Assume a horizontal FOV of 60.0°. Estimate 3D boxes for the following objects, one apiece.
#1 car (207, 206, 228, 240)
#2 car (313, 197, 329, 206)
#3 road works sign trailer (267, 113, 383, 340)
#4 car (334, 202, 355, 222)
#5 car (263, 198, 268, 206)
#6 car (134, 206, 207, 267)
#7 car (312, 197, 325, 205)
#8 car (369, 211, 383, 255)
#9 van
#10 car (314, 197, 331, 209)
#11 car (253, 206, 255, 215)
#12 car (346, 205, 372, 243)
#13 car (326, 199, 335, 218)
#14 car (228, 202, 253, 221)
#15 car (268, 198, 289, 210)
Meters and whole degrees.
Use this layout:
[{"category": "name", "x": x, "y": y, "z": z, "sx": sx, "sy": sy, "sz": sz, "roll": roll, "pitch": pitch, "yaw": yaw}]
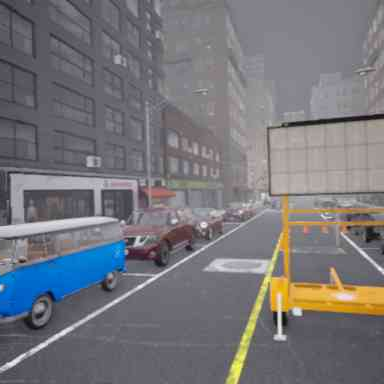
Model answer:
[{"category": "car", "x": 0.389, "y": 1.611, "z": 17.718, "sx": 1.967, "sy": 1.590, "sz": 4.097, "roll": -3, "pitch": -1, "yaw": 17}, {"category": "car", "x": 20.273, "y": 1.481, "z": 52.454, "sx": 1.947, "sy": 1.339, "sz": 4.313, "roll": -3, "pitch": -1, "yaw": 17}, {"category": "road works sign trailer", "x": 2.676, "y": 0.449, "z": 6.161, "sx": 2.380, "sy": 3.560, "sz": 2.880, "roll": -2, "pitch": -1, "yaw": 18}, {"category": "car", "x": 10.209, "y": 1.470, "z": 20.485, "sx": 1.947, "sy": 1.339, "sz": 4.313, "roll": -3, "pitch": -1, "yaw": 17}, {"category": "car", "x": 13.801, "y": 1.730, "z": 60.344, "sx": 1.887, "sy": 1.381, "sz": 4.507, "roll": -3, "pitch": -1, "yaw": 17}, {"category": "car", "x": -1.292, "y": 1.482, "z": 12.392, "sx": 2.192, "sy": 1.841, "sz": 5.009, "roll": -3, "pitch": -1, "yaw": 17}, {"category": "car", "x": 21.950, "y": 1.497, "z": 57.782, "sx": 1.802, "sy": 1.307, "sz": 4.206, "roll": -3, "pitch": -1, "yaw": 17}, {"category": "car", "x": 6.904, "y": 1.422, "z": 9.992, "sx": 1.752, "sy": 1.417, "sz": 4.829, "roll": -3, "pitch": -1, "yaw": 17}, {"category": "van", "x": -2.967, "y": 1.504, "z": 7.063, "sx": 1.690, "sy": 1.788, "sz": 3.998, "roll": -3, "pitch": -1, "yaw": 17}, {"category": "car", "x": 16.918, "y": 1.465, "z": 41.798, "sx": 2.008, "sy": 1.369, "sz": 4.403, "roll": -3, "pitch": -1, "yaw": 17}, {"category": "car", "x": 5.423, "y": 1.763, "z": 33.702, "sx": 1.802, "sy": 1.307, "sz": 4.206, "roll": -3, "pitch": -1, "yaw": 17}, {"category": "car", "x": 8.531, "y": 1.467, "z": 15.157, "sx": 1.947, "sy": 1.339, "sz": 4.313, "roll": -3, "pitch": -1, "yaw": 17}, {"category": "car", "x": 11.886, "y": 1.459, "z": 25.813, "sx": 2.008, "sy": 1.369, "sz": 4.403, "roll": -3, "pitch": -1, "yaw": 17}, {"category": "car", "x": 3.741, "y": 1.618, "z": 28.375, "sx": 1.967, "sy": 1.590, "sz": 4.097, "roll": -3, "pitch": -1, "yaw": 17}, {"category": "car", "x": 11.934, "y": 1.608, "z": 45.781, "sx": 1.837, "sy": 1.490, "sz": 4.892, "roll": -2, "pitch": -1, "yaw": 18}]
